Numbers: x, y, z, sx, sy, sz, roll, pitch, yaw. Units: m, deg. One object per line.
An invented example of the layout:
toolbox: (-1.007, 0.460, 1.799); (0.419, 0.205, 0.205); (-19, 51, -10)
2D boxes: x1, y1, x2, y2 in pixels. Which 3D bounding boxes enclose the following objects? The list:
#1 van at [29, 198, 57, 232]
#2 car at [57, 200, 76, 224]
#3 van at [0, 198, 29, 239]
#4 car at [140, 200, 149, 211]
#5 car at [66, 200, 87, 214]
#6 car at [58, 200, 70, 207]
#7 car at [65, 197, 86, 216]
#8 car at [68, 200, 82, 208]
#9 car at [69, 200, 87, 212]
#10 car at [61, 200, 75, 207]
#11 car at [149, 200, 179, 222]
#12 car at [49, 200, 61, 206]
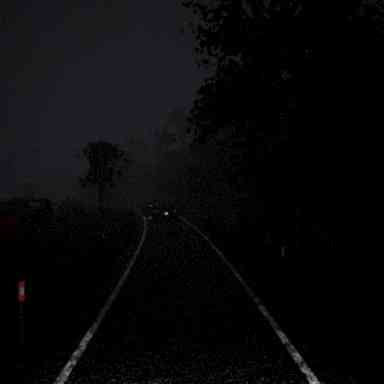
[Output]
van: (-10.063, 1.354, 20.612); (1.878, 1.987, 4.442); (2, -2, -10)
car: (-10.902, 1.634, 26.063); (1.946, 1.575, 5.366); (2, -1, -8)
van: (-9.440, 1.305, 15.052); (1.878, 1.987, 4.442); (2, -1, -5)
car: (-5.437, 1.657, 42.036); (1.994, 1.385, 4.181); (-1, 0, -14)
car: (-14.665, 1.884, 42.596); (2.231, 1.521, 4.892); (2, -2, -16)
car: (-30.549, 2.671, 79.082); (2.002, 1.452, 4.674); (0, -1, -30)
car: (-13.203, 1.541, 37.168); (2.435, 2.045, 5.566); (2, -2, -14)
car: (-22.128, 2.257, 62.884); (2.097, 1.535, 5.008); (-1, -1, -24)
car: (-16.301, 1.977, 47.942); (2.231, 1.521, 4.892); (2, -2, -17)
car: (-27.473, 2.511, 73.663); (2.097, 1.535, 5.008); (0, -1, -28)
car: (-2.150, 1.551, 26.073); (1.994, 1.385, 4.181); (0, 0, -8)
car: (-36.195, 2.819, 87.975); (2.097, 1.535, 5.008); (-2, 0, -33)
